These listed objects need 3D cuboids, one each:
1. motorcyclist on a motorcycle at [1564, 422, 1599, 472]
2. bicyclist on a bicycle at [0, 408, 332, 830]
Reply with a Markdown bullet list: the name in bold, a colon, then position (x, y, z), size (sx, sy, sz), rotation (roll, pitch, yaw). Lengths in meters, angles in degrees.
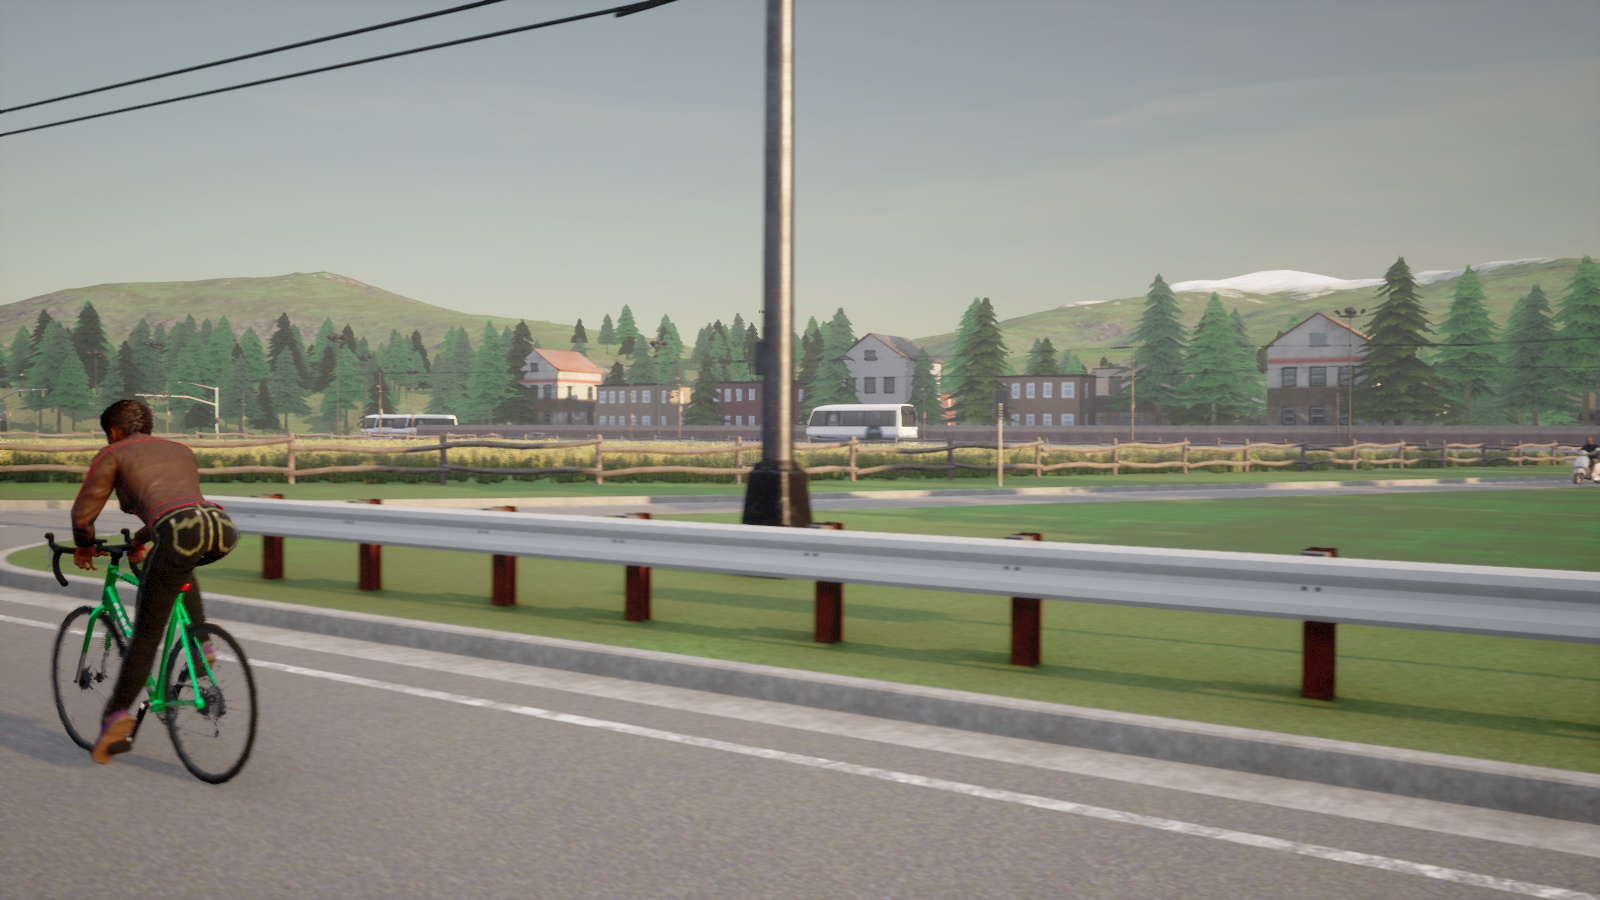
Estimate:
- **motorcyclist on a motorcycle**: position (26.006, -0.110, 41.221), size (1.817, 1.590, 0.866), rotation (-1, 1, -33)
- **bicyclist on a bicycle**: position (-2.842, 0.653, 5.512), size (1.656, 1.620, 0.582), rotation (-1, 1, 34)
